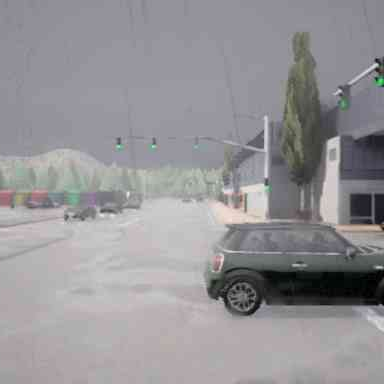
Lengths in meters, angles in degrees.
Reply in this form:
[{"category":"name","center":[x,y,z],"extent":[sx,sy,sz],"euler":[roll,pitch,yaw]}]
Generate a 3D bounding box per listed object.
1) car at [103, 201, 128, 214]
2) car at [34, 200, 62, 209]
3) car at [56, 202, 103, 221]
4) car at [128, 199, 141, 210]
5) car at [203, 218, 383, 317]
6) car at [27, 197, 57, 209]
[{"category":"car","center":[-10.159,2.037,42.433],"extent":[2.033,1.411,5.357],"euler":[0,-1,2]},{"category":"car","center":[-24.488,2.050,56.594],"extent":[3.806,1.475,1.970],"euler":[0,-1,0]},{"category":"car","center":[-10.478,1.855,31.400],"extent":[2.128,1.511,4.902],"euler":[0,-1,1]},{"category":"car","center":[-9.743,1.977,54.359],"extent":[2.097,1.767,4.553],"euler":[0,-1,2]},{"category":"car","center":[2.531,1.435,7.168],"extent":[4.553,1.767,2.097],"euler":[0,-1,-1]},{"category":"car","center":[-24.522,1.777,53.702],"extent":[3.866,1.878,1.905],"euler":[0,-1,0]}]
